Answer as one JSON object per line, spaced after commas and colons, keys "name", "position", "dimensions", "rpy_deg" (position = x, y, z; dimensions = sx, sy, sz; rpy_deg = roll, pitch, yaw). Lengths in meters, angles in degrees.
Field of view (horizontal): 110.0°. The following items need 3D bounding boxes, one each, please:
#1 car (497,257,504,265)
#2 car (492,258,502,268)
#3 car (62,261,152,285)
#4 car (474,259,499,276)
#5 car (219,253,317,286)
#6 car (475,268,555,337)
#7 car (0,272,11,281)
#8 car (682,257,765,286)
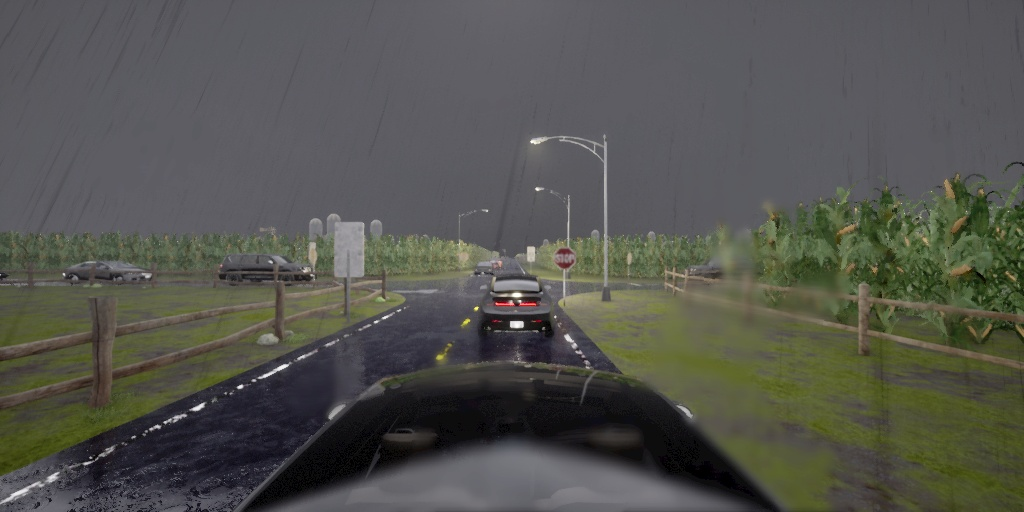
{"name": "car", "position": [-2.713, 1.066, 60.074], "dimensions": [2.097, 1.767, 4.553], "rpy_deg": [0, 0, 1]}
{"name": "car", "position": [-2.760, 1.291, 48.660], "dimensions": [1.994, 1.385, 4.181], "rpy_deg": [0, 0, 0]}
{"name": "car", "position": [-26.226, 1.080, 23.457], "dimensions": [4.902, 1.511, 2.128], "rpy_deg": [0, -1, 1]}
{"name": "car", "position": [-2.789, 1.283, 36.971], "dimensions": [2.033, 1.411, 5.357], "rpy_deg": [0, 0, 0]}
{"name": "car", "position": [-15.823, 0.867, 23.357], "dimensions": [5.566, 2.045, 2.150], "rpy_deg": [0, -1, 0]}
{"name": "car", "position": [0.111, 1.254, 10.283], "dimensions": [1.837, 1.490, 4.892], "rpy_deg": [0, 0, 0]}
{"name": "car", "position": [-36.397, 1.138, 23.578], "dimensions": [4.718, 1.301, 1.895], "rpy_deg": [0, -1, 1]}
{"name": "car", "position": [15.389, 1.090, 25.925], "dimensions": [5.566, 2.045, 2.150], "rpy_deg": [0, -1, 1]}
